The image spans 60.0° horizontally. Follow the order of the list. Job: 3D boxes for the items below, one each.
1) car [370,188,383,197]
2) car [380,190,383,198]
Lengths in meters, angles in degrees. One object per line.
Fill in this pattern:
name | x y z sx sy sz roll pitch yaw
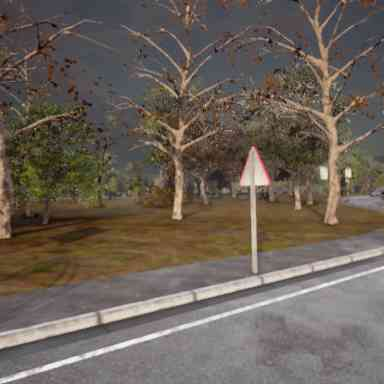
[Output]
car | 30.999 0.087 54.432 4.902 1.511 2.128 -2 1 -34
car | 21.412 0.777 33.615 1.837 1.490 4.892 -2 1 4
